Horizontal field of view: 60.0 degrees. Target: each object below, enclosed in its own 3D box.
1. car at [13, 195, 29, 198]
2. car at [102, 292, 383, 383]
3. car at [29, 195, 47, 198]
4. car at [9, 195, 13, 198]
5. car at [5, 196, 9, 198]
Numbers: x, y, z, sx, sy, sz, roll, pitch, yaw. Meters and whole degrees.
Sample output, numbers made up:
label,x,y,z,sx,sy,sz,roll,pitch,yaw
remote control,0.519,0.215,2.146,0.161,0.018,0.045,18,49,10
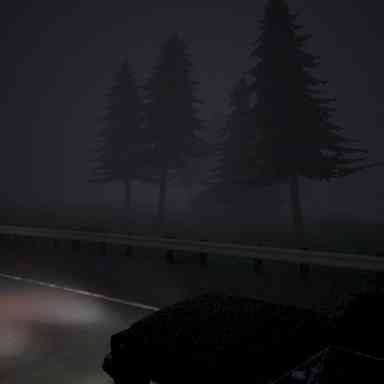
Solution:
label,x,y,z,sx,sy,sz,roll,pitch,yaw
car,-38.187,1.524,76.309,1.812,1.442,4.674,0,0,6
car,1.441,1.601,2.740,4.718,1.301,1.895,0,0,35
car,-34.658,1.525,76.488,2.128,1.511,4.902,0,0,2
car,-41.685,1.524,76.380,1.812,1.442,4.674,0,0,6
car,-36.978,1.553,61.909,1.994,1.385,4.181,0,0,17
